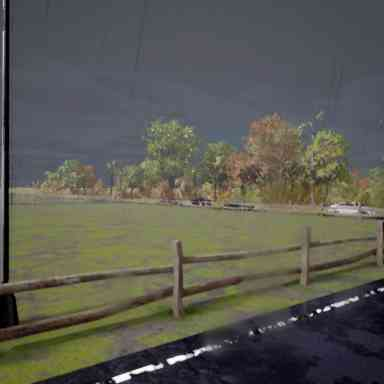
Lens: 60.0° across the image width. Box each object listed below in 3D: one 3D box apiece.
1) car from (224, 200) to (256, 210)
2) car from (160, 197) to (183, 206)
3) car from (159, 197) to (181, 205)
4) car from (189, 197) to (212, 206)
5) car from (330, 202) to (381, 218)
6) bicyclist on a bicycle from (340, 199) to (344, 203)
[{"bbox_3d":[6.465,1.777,45.773,1.895,1.301,4.718,0,0,-34],"label":"car"},{"bbox_3d":[-3.475,1.739,60.428,1.812,1.442,4.674,0,0,-34],"label":"car"},{"bbox_3d":[-4.507,1.735,66.794,2.033,1.411,5.357,0,0,-34],"label":"car"},{"bbox_3d":[1.408,1.670,58.260,1.882,1.535,5.008,0,0,-34],"label":"car"},{"bbox_3d":[15.719,1.686,32.277,1.812,1.442,4.674,0,0,-34],"label":"car"},{"bbox_3d":[17.888,1.649,39.675,1.656,1.620,0.582,0,0,-34],"label":"bicyclist on a bicycle"}]
